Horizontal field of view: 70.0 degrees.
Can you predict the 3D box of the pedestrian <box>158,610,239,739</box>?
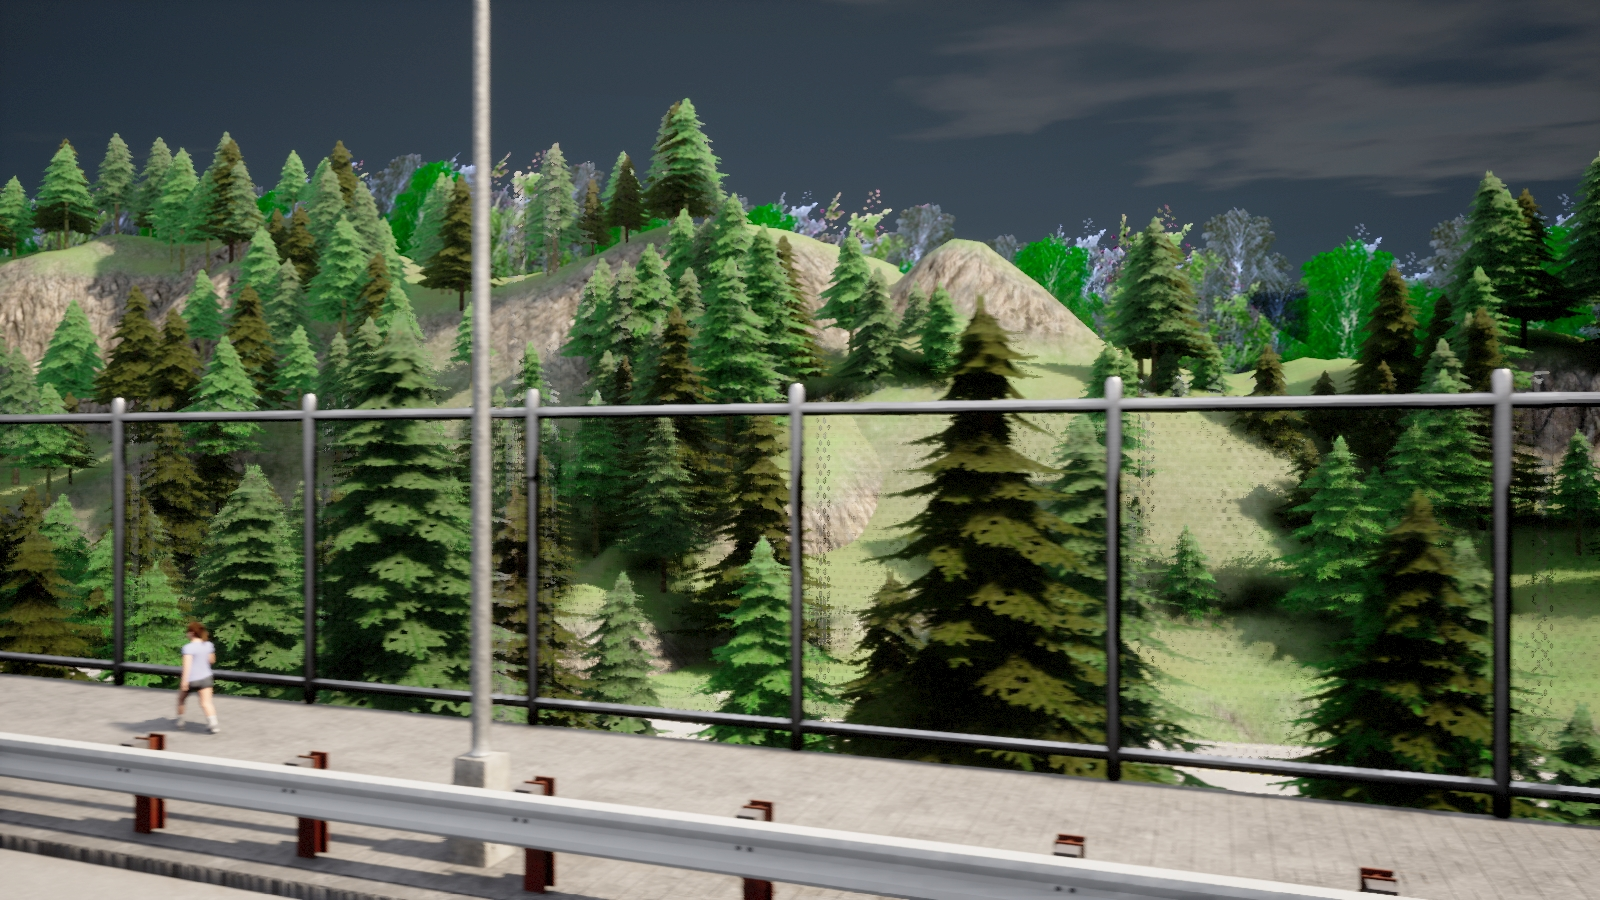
[{"bbox_3d":[-5.745,2.125,10.924,0.500,1.100,0.500,0,0,32],"label":"pedestrian"}]
